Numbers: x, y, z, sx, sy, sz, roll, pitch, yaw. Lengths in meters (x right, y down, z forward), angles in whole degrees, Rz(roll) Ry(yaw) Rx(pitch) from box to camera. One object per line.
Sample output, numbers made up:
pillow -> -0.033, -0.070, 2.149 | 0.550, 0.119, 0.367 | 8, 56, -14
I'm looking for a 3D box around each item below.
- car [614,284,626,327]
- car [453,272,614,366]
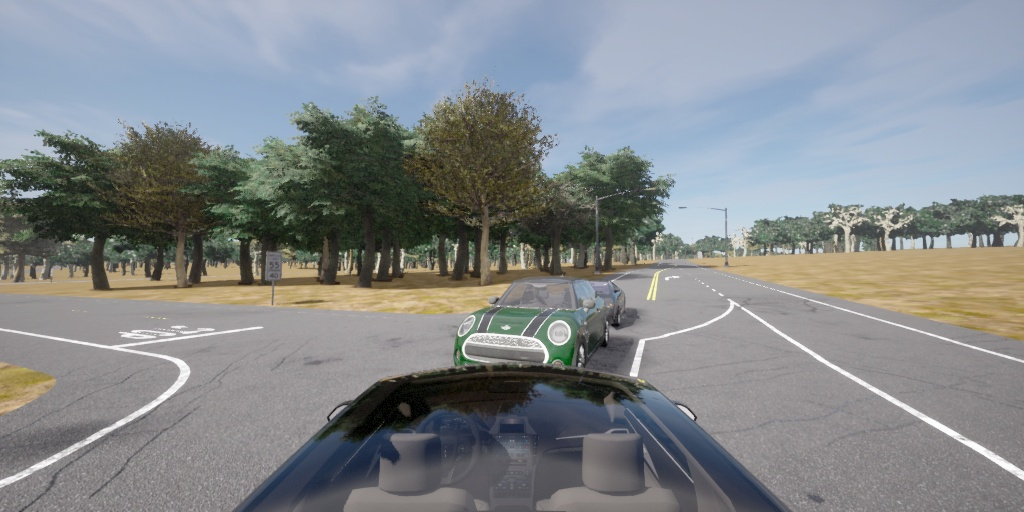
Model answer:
car -> 2.920, 1.554, 12.833 | 1.994, 1.385, 4.181 | -2, 0, 22
car -> 0.690, 1.222, 7.402 | 2.097, 1.767, 4.553 | -1, -2, 22
